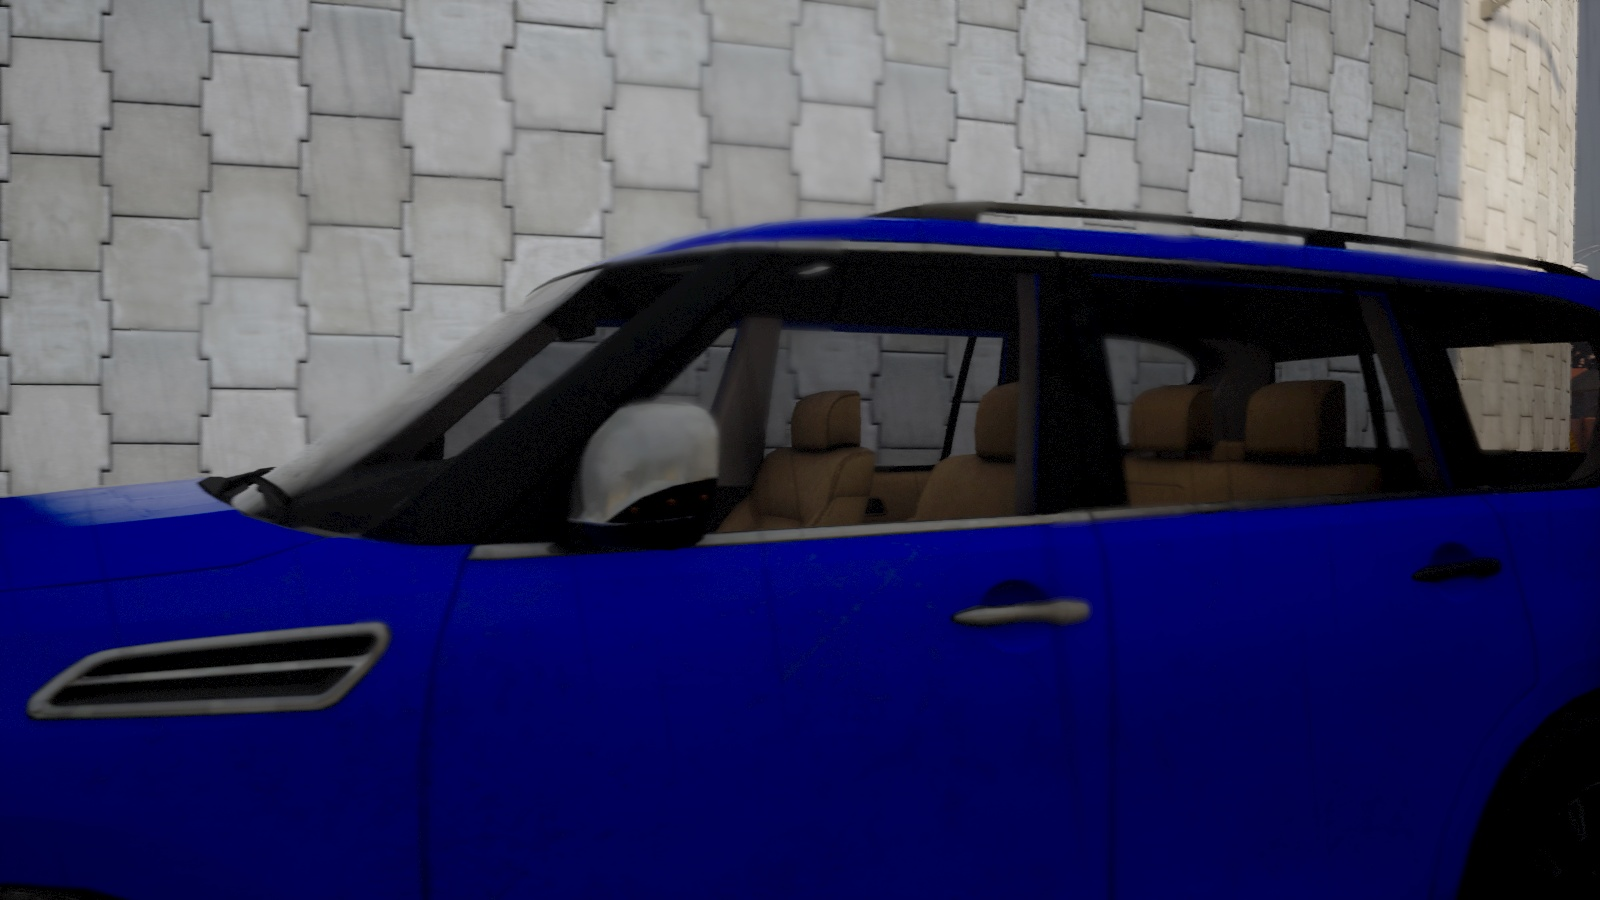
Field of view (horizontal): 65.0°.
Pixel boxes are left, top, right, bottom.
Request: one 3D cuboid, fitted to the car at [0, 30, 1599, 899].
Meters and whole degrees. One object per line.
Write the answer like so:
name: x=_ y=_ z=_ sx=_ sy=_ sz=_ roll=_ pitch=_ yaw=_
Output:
car: x=0.078 y=0.469 z=3.221 sx=5.566 sy=2.045 sz=2.150 roll=-1 pitch=1 yaw=-25
